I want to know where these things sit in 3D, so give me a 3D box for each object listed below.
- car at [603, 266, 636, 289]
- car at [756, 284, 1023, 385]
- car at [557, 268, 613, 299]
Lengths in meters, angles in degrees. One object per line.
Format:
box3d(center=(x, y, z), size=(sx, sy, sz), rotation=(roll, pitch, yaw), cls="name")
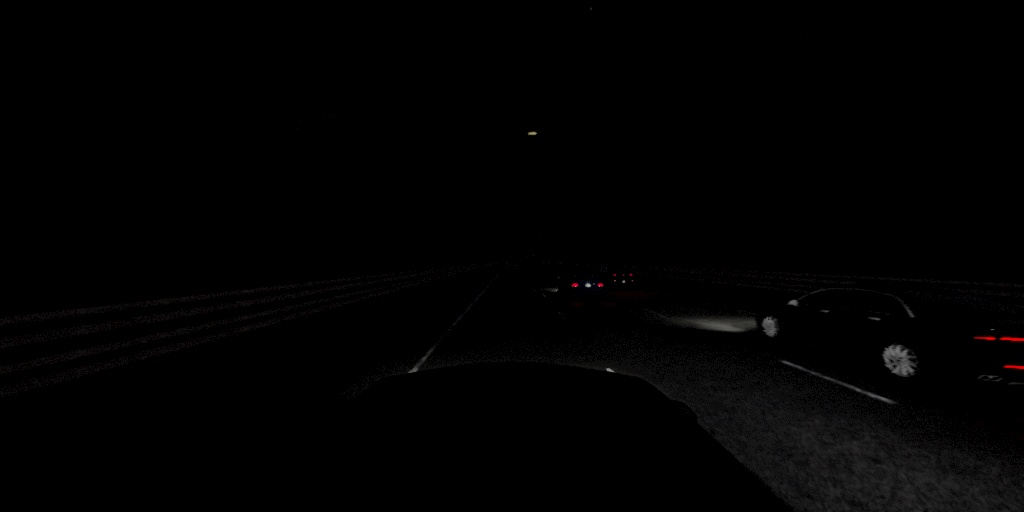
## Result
box3d(center=(7.102, 1.453, 25.198), size=(2.128, 1.511, 4.902), rotation=(0, -1, 0), cls="car")
box3d(center=(7.099, 1.304, 7.125), size=(1.837, 1.490, 4.892), rotation=(0, 0, 0), cls="car")
box3d(center=(3.603, 1.457, 19.460), size=(2.033, 1.411, 5.357), rotation=(0, -1, 0), cls="car")
